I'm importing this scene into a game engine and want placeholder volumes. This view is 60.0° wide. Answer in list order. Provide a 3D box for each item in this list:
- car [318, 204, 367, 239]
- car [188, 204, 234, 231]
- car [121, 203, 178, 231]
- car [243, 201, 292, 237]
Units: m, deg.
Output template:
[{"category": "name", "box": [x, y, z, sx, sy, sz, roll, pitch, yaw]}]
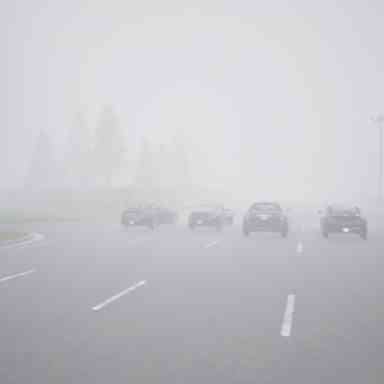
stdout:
[{"category": "car", "box": [7.510, 1.373, 16.728, 1.837, 1.490, 4.892, 0, 0, 20]}, {"category": "car", "box": [1.203, 1.415, 19.883, 1.812, 1.442, 4.674, 0, 0, 20]}, {"category": "car", "box": [-2.420, 1.401, 20.142, 2.128, 1.511, 4.902, 0, 0, 20]}, {"category": "car", "box": [4.085, 1.236, 17.548, 2.097, 1.767, 4.553, 0, 0, 20]}]
